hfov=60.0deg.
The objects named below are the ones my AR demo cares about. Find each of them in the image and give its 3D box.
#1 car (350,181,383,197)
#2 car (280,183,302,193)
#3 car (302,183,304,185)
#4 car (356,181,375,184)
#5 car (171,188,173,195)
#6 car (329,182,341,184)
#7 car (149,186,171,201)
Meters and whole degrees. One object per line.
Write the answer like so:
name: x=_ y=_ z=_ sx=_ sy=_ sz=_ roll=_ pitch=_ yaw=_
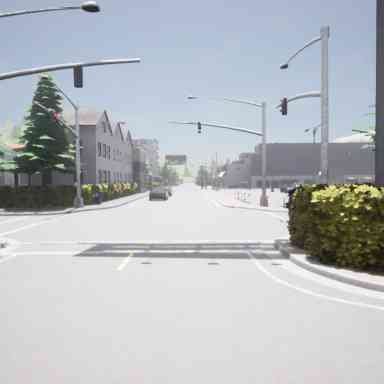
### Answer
car: x=22.169 y=-0.463 z=42.135 sx=1.932 sy=1.855 sz=4.605 roll=-1 pitch=2 yaw=-1
car: x=15.156 y=-0.526 z=52.098 sx=2.007 sy=1.523 sz=4.514 roll=-1 pitch=2 yaw=-1
car: x=18.765 y=-0.874 z=59.166 sx=1.970 sy=1.475 sz=3.806 roll=-1 pitch=2 yaw=-1
car: x=18.940 y=-0.178 z=34.248 sx=1.905 sy=1.878 sz=3.866 roll=-1 pitch=2 yaw=-1
car: x=-3.840 y=-0.189 z=48.449 sx=2.128 sy=1.511 sz=4.902 roll=-1 pitch=2 yaw=0
car: x=25.178 y=-1.036 z=59.532 sx=2.152 sy=1.636 sz=5.027 roll=-1 pitch=2 yaw=-1
car: x=-3.801 y=0.144 z=38.318 sx=1.882 sy=1.535 sz=5.008 roll=-1 pitch=2 yaw=0
